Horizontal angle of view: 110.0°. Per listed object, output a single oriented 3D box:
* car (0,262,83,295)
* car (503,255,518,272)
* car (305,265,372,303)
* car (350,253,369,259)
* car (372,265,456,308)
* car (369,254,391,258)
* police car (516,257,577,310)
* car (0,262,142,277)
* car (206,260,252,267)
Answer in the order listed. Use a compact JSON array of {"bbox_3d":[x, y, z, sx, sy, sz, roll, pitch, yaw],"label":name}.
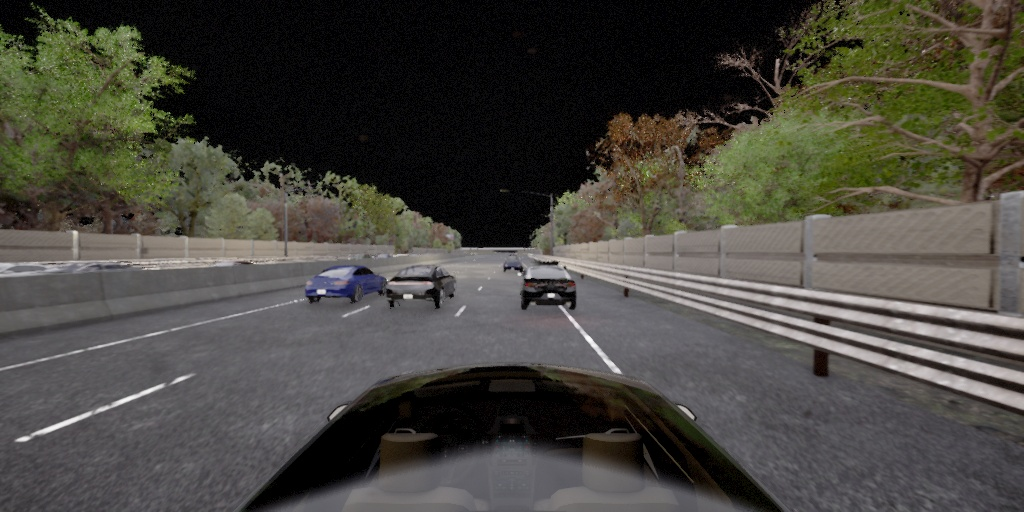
[{"bbox_3d":[-24.573,1.080,17.429,1.812,1.442,4.674,0,1,0],"label":"car"},{"bbox_3d":[0.087,0.893,36.218,1.895,1.301,4.718,0,1,1],"label":"car"},{"bbox_3d":[-6.875,1.098,15.243,1.812,1.442,4.674,0,1,0],"label":"car"},{"bbox_3d":[-24.446,0.381,58.165,2.097,1.767,4.553,0,1,1],"label":"car"},{"bbox_3d":[-3.380,1.076,14.097,2.128,1.511,4.902,0,1,0],"label":"car"},{"bbox_3d":[-20.946,0.503,58.445,1.882,1.535,5.008,0,1,1],"label":"car"},{"bbox_3d":[1.245,1.009,13.971,1.930,1.638,5.238,0,1,0],"label":"police car"},{"bbox_3d":[-21.073,1.042,17.597,2.128,1.511,4.902,0,1,0],"label":"car"},{"bbox_3d":[-17.556,1.014,22.164,1.812,1.442,4.674,0,1,0],"label":"car"}]
